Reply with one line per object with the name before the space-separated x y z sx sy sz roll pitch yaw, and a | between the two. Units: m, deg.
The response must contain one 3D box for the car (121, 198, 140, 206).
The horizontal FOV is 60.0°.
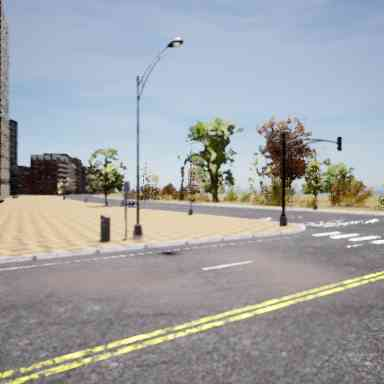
car | -10.845 1.747 58.117 2.033 1.411 5.357 0 0 -29
